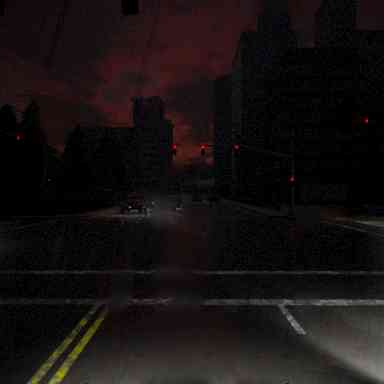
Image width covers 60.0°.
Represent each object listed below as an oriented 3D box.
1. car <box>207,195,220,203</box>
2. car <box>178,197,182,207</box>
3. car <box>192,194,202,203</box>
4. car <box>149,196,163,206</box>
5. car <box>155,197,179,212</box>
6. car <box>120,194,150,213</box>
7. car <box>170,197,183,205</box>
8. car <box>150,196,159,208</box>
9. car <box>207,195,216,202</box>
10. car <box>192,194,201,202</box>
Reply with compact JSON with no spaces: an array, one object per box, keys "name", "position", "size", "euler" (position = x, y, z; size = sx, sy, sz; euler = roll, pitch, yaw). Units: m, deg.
[{"name":"car","position":[4.589,1.547,67.299],"size":[2.033,1.411,5.357],"euler":[0,0,1]},{"name":"car","position":[-2.785,1.564,47.976],"size":[1.994,1.385,4.181],"euler":[0,0,1]},{"name":"car","position":[1.094,1.564,68.307],"size":[1.994,1.385,4.181],"euler":[0,0,1]},{"name":"car","position":[-6.193,1.505,57.004],"size":[1.837,1.490,4.892],"euler":[0,0,0]},{"name":"car","position":[-2.866,1.601,39.174],"size":[1.895,1.301,4.718],"euler":[0,0,1]},{"name":"car","position":[-6.386,1.221,37.064],"size":[2.150,2.045,5.566],"euler":[0,0,1]},{"name":"car","position":[-2.675,1.547,58.300],"size":[2.033,1.411,5.357],"euler":[0,0,1]},{"name":"car","position":[-6.295,1.491,46.945],"size":[2.128,1.511,4.902],"euler":[0,0,1]},{"name":"car","position":[4.573,1.478,77.121],"size":[1.882,1.535,5.008],"euler":[0,0,1]},{"name":"car","position":[1.071,1.355,76.915],"size":[2.097,1.767,4.553],"euler":[0,0,1]}]
